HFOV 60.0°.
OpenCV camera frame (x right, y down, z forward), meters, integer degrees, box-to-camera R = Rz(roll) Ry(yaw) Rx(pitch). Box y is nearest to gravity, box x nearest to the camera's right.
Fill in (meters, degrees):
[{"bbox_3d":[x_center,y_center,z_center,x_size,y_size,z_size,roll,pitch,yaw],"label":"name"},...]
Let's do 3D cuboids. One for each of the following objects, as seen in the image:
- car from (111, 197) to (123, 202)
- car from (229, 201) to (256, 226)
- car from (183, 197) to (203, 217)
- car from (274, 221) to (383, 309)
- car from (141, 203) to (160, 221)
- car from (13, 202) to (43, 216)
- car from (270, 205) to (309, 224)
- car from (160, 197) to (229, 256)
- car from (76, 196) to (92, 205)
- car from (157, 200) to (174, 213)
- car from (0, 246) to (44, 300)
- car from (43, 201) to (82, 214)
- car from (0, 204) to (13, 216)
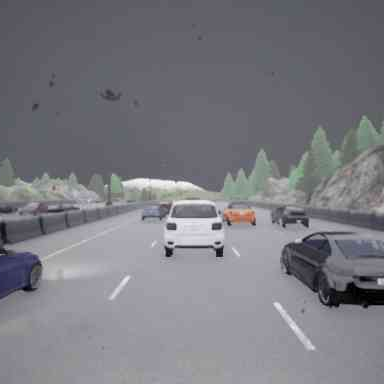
[{"bbox_3d":[-17.557,1.821,78.100,2.097,1.767,4.553,0,-1,0],"label":"car"},{"bbox_3d":[3.582,1.596,26.003,2.097,1.767,4.553,0,-1,0],"label":"car"},{"bbox_3d":[0.066,1.572,37.365,2.150,2.045,5.566,0,-1,-1],"label":"car"},{"bbox_3d":[3.595,1.643,8.141,1.994,1.385,4.181,0,-1,0],"label":"car"},{"bbox_3d":[-3.477,1.837,30.618,2.033,1.411,5.357,0,-1,1],"label":"car"},{"bbox_3d":[-17.618,1.881,37.348,1.812,1.442,4.674,0,-1,0],"label":"car"},{"bbox_3d":[7.083,1.734,24.472,1.837,1.490,4.892,0,0,0],"label":"car"},{"bbox_3d":[0.090,1.355,13.845,2.150,2.045,5.566,0,0,0],"label":"car"},{"bbox_3d":[-24.555,1.894,75.925,2.150,2.045,5.566,0,-1,0],"label":"car"},{"bbox_3d":[-3.511,1.898,44.775,1.882,1.535,5.008,0,0,0],"label":"car"},{"bbox_3d":[-4.553,1.591,6.255,1.812,1.442,4.674,0,-1,0],"label":"car"},{"bbox_3d":[-14.120,1.948,36.559,1.895,1.301,4.718,0,-1,0],"label":"car"},{"bbox_3d":[-21.118,1.950,36.516,1.895,1.301,4.718,0,-1,0],"label":"car"}]
